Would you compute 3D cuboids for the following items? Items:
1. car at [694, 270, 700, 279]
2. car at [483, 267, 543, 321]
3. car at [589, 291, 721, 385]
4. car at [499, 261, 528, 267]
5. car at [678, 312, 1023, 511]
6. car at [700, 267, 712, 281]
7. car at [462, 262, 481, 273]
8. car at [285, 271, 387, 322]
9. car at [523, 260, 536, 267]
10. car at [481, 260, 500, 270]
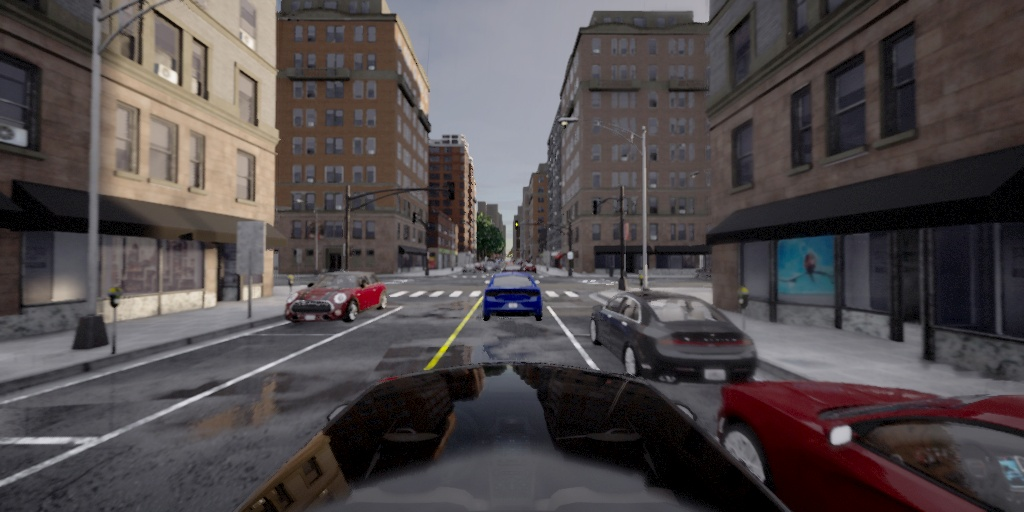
[{"bbox_3d":[20.576,1.649,35.326,4.902,1.511,2.128,0,-1,0],"label":"car"},{"bbox_3d":[0.008,1.320,13.029,1.882,1.535,5.008,0,0,0],"label":"car"},{"bbox_3d":[2.668,1.343,6.904,2.007,1.370,4.403,0,0,0],"label":"car"},{"bbox_3d":[0.107,1.444,29.934,1.882,1.535,5.008,0,-1,0],"label":"car"},{"bbox_3d":[2.669,1.293,1.413,1.888,1.381,4.507,0,0,0],"label":"car"},{"bbox_3d":[20.245,1.652,32.074,5.357,1.411,2.033,0,-1,0],"label":"car"},{"bbox_3d":[-5.995,1.723,50.750,2.007,1.370,4.403,0,0,-1],"label":"car"},{"bbox_3d":[-5.858,1.276,12.391,1.967,1.591,4.097,0,0,0],"label":"car"},{"bbox_3d":[2.531,1.719,50.828,1.888,1.381,4.507,0,0,-1],"label":"car"},{"bbox_3d":[-3.234,1.689,53.263,2.128,1.511,4.902,0,-1,0],"label":"car"}]
